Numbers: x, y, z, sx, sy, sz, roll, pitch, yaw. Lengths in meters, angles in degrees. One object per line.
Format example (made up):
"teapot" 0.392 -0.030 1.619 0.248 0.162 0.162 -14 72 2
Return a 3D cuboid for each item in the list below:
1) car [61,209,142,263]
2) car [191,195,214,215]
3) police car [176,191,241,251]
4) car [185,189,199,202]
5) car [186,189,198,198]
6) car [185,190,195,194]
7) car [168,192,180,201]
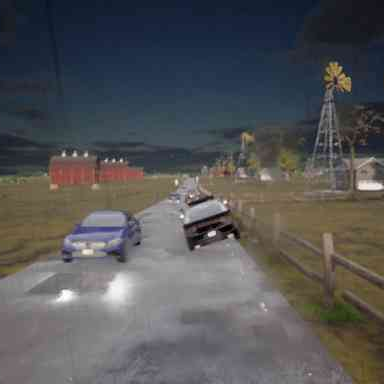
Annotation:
"car" -2.851 1.351 11.437 1.812 1.442 4.674 0 1 0
"car" 0.820 1.049 29.223 1.837 1.490 4.892 0 1 0
"police car" 0.566 1.004 13.300 1.930 1.638 5.238 -18 3 1
"car" -0.005 0.525 50.029 2.097 1.767 4.553 0 1 0
"car" -0.011 0.281 64.652 2.128 1.511 4.902 0 2 0
"car" 0.746 0.972 23.181 2.097 1.767 4.553 -1 1 0
"car" -2.816 0.630 53.970 2.033 1.411 5.357 0 1 1
